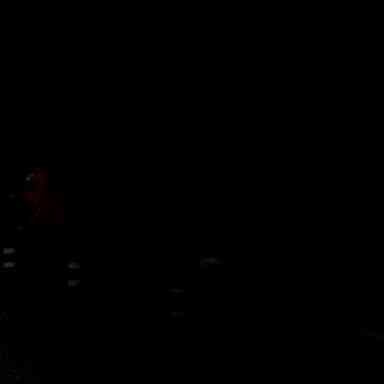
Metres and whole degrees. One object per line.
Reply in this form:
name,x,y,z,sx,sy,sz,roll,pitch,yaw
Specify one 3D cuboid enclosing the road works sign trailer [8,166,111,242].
road works sign trailer,-4.909,0.813,12.148,3.560,2.880,2.380,3,-41,36
